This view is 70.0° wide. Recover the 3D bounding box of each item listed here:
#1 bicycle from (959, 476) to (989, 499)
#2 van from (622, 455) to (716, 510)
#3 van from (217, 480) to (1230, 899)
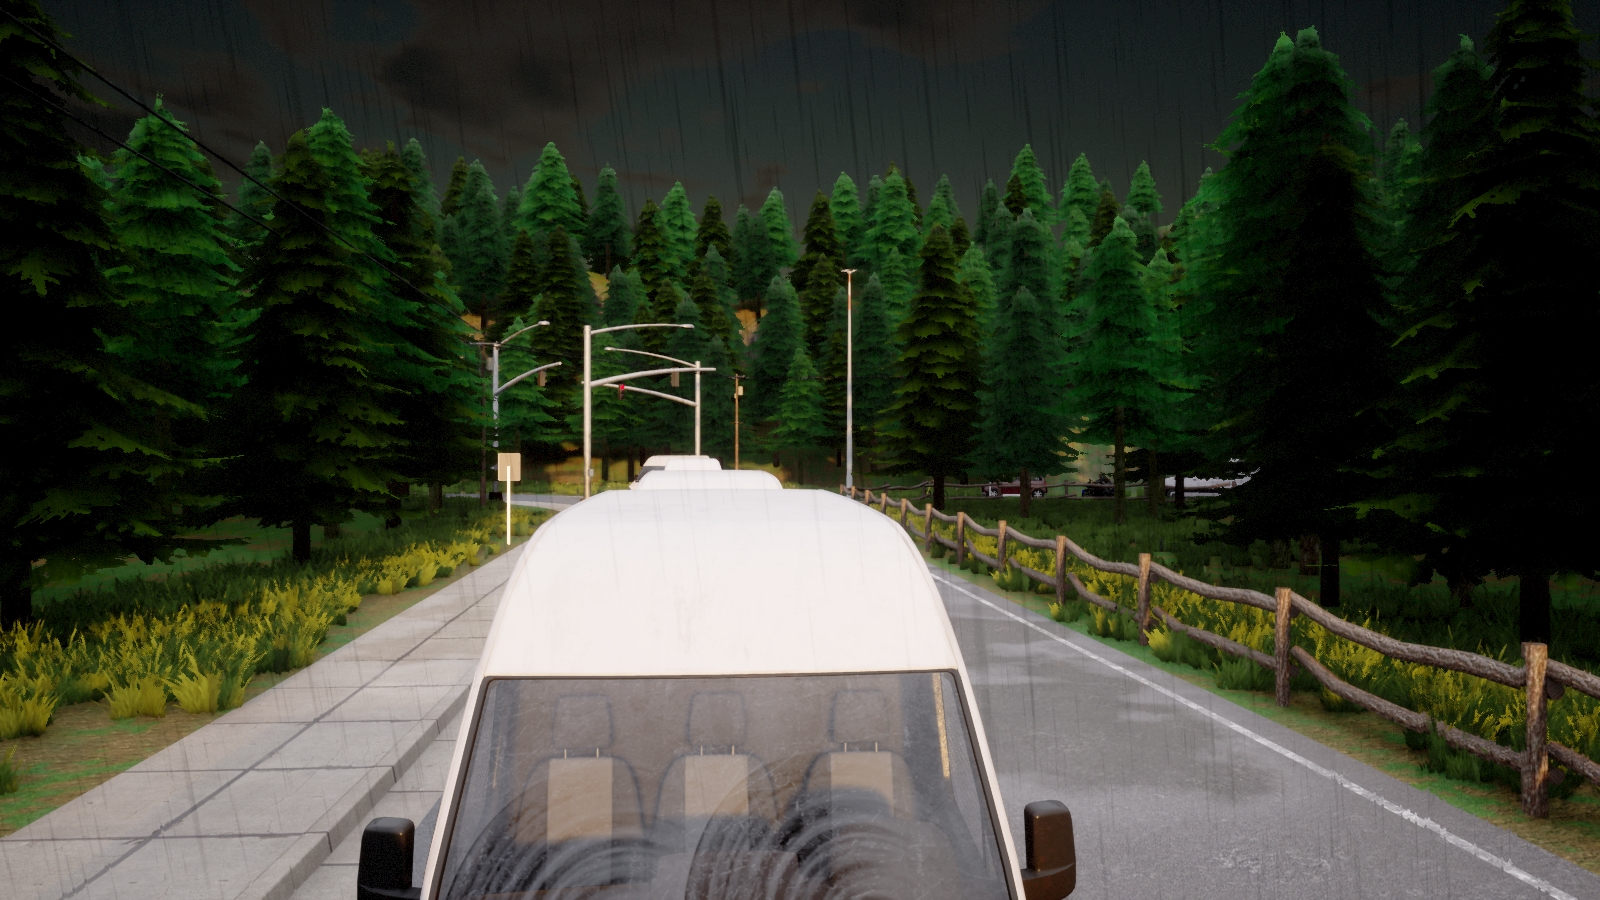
[{"bbox_3d":[9.931,2.158,65.239,1.487,1.276,0.859,0,0,-6],"label":"bicycle"},{"bbox_3d":[-6.327,1.515,56.001,1.988,2.561,5.915,0,0,22],"label":"van"},{"bbox_3d":[-0.355,1.499,5.197,1.988,2.561,5.915,0,0,-5],"label":"van"}]
